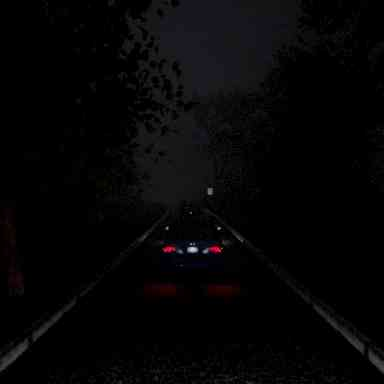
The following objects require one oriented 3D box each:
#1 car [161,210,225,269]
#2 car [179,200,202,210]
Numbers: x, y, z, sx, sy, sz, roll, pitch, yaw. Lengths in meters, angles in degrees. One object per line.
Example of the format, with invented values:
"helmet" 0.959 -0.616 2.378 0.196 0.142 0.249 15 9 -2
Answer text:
"car" 0.029 1.549 11.156 2.033 1.411 5.357 0 0 0
"car" -0.148 1.495 29.878 2.128 1.511 4.902 0 0 -1
